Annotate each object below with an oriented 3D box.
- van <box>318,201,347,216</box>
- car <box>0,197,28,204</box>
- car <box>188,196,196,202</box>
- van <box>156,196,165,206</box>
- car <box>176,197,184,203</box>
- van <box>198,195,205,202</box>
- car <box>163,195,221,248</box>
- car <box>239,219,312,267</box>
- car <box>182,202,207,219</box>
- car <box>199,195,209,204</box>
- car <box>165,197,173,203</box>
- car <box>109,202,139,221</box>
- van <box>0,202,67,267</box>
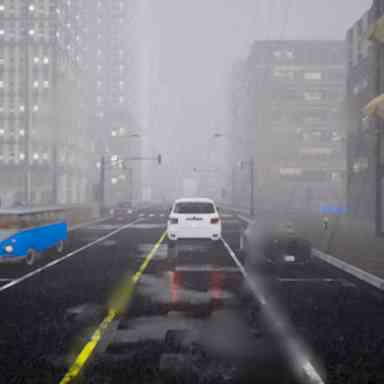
[{"bbox_3d":[16.930,1.900,39.035,3.998,1.788,1.690,1,-1,0],"label":"van"},{"bbox_3d":[-21.131,1.266,39.087,4.097,1.590,1.967,1,-1,0],"label":"car"},{"bbox_3d":[0.003,1.943,89.023,1.882,1.535,5.008,0,0,0],"label":"car"},{"bbox_3d":[-5.690,1.655,60.777,1.690,1.788,3.998,0,0,0],"label":"van"},{"bbox_3d":[-2.999,2.047,85.056,1.895,1.301,4.718,0,0,0],"label":"car"},{"bbox_3d":[2.690,1.845,94.084,1.690,1.788,3.998,0,0,0],"label":"van"},{"bbox_3d":[0.104,1.297,15.375,2.150,2.045,5.566,0,0,0],"label":"car"},{"bbox_3d":[2.690,1.607,11.356,2.008,1.369,4.403,0,0,0],"label":"car"},{"bbox_3d":[0.314,1.721,31.281,1.994,1.385,4.181,0,0,4],"label":"car"},{"bbox_3d":[2.690,1.723,77.432,2.192,1.841,5.009,0,0,0],"label":"car"},{"bbox_3d":[-5.690,1.964,82.810,1.752,1.417,4.829,0,0,0],"label":"car"},{"bbox_3d":[-5.691,1.582,28.303,1.967,1.590,4.097,0,0,0],"label":"car"},{"bbox_3d":[-5.690,1.397,11.358,1.690,1.788,3.998,0,0,0],"label":"van"}]
